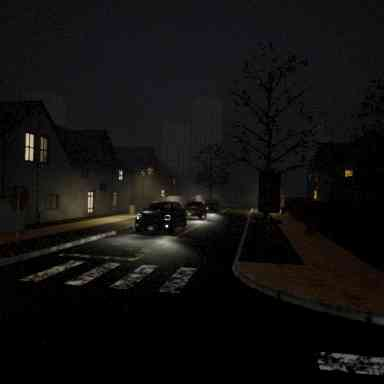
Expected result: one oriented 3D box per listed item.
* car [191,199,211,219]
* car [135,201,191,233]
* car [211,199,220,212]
[{"bbox_3d":[0.222,1.550,29.388,1.812,1.442,4.674,1,0,11],"label":"car"},{"bbox_3d":[-1.699,1.335,19.526,2.097,1.767,4.553,1,0,11],"label":"car"},{"bbox_3d":[2.226,1.561,39.587,2.128,1.511,4.902,1,0,11],"label":"car"}]
